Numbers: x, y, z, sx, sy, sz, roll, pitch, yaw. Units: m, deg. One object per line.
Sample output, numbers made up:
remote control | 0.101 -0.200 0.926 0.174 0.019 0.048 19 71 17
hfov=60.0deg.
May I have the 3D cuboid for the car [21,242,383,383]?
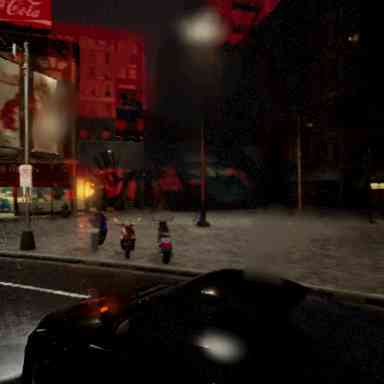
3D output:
car | 0.187 1.541 3.373 4.181 1.385 1.994 0 0 33
